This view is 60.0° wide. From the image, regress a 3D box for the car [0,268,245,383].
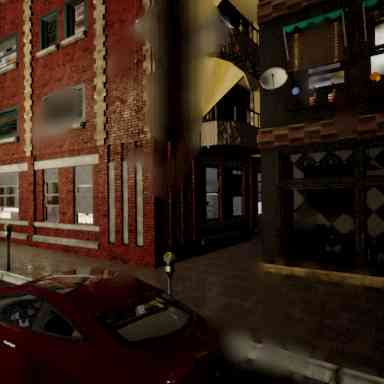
[{"bbox_3d":[-1.444,1.583,3.879,4.206,1.307,1.802,0,-1,36],"label":"car"}]
